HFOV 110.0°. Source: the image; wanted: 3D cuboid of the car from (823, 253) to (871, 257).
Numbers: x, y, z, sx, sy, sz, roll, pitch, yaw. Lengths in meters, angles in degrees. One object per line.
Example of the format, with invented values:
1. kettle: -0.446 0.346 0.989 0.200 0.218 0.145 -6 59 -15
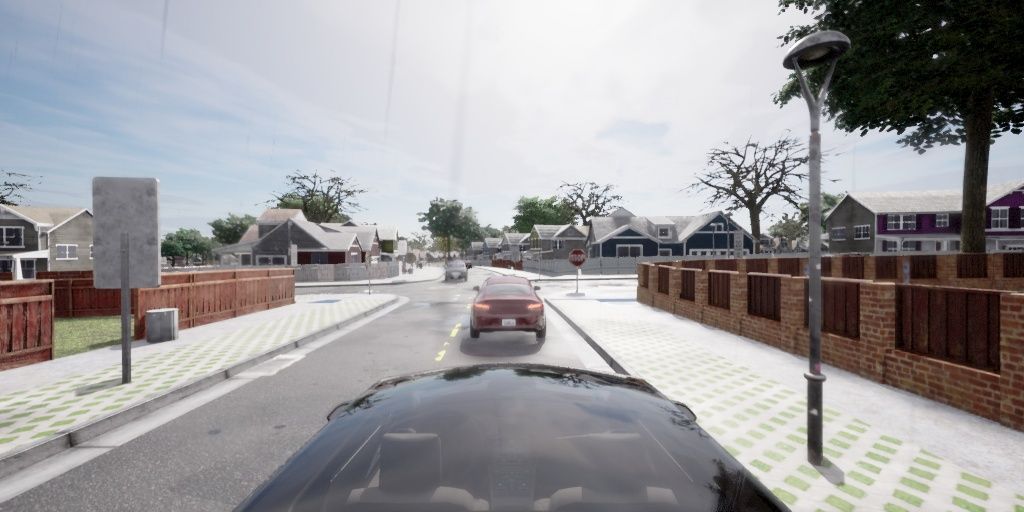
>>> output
1. car: 21.459 0.612 23.795 4.553 1.767 2.097 -1 0 7

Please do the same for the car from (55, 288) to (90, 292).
1. car: -25.938 1.962 19.268 4.718 1.301 1.895 -1 1 -11

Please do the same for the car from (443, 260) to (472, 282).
1. car: -4.572 1.313 29.742 2.128 1.511 4.902 0 0 -7

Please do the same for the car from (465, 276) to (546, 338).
1. car: -0.133 1.280 10.065 1.812 1.442 4.674 0 0 -2
